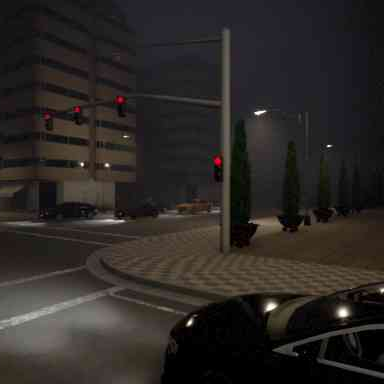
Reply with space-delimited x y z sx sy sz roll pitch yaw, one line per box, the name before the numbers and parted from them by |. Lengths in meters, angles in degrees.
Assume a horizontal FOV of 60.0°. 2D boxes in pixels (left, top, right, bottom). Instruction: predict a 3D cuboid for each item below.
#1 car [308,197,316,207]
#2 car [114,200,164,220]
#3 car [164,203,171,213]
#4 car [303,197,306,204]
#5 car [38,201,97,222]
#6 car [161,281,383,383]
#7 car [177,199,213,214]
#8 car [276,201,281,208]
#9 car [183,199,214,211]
car | 19.791 1.619 51.265 1.994 1.385 4.181 0 0 35
car | -4.757 1.619 29.005 1.994 1.385 4.181 0 0 35
car | -4.511 1.603 35.418 2.033 1.411 5.357 0 0 35
car | 20.633 1.547 58.529 2.128 1.511 4.902 0 0 35
car | -10.132 1.560 27.461 1.837 1.490 4.892 0 0 35
car | 1.928 1.492 2.598 4.902 1.511 2.128 0 0 36
car | 0.394 1.533 36.293 1.882 1.535 5.008 0 0 35
car | 14.264 1.603 49.510 2.033 1.411 5.357 0 0 34
car | 0.940 1.619 43.107 1.994 1.385 4.181 0 0 36
